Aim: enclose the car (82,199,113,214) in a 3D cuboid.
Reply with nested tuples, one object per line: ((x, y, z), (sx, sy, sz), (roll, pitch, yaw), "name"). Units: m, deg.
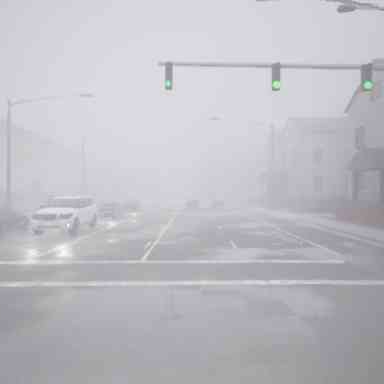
((-10.576, 1.574, 37.628), (2.033, 1.411, 5.357), (0, 0, 0), "car")

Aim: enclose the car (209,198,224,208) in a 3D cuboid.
((3.627, 1.550, 48.835), (1.812, 1.442, 4.674), (0, 0, 0), "car")

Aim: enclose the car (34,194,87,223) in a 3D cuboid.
((-10.585, 1.241, 27.383), (2.150, 2.045, 5.566), (0, 0, 0), "car")

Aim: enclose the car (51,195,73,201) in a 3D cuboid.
((-28.953, 1.355, 74.171), (1.853, 1.218, 4.536), (0, 0, 29), "car")

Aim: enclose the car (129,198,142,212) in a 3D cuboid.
((-7.067, 1.503, 39.094), (1.882, 1.535, 5.008), (0, 0, 0), "car")

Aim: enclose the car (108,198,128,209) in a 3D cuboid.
((-10.518, 1.558, 47.710), (1.812, 1.442, 4.674), (0, 0, 1), "car")

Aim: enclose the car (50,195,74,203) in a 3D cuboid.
((-28.928, 1.512, 74.216), (2.038, 1.542, 4.974), (0, 0, 29), "car")

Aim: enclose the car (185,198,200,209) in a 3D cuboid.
((0.053, 1.518, 45.852), (2.128, 1.511, 4.902), (0, 0, 1), "car")

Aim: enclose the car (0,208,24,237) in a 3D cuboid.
((-10.590, 1.578, 18.124), (1.994, 1.385, 4.181), (0, 0, 0), "car")

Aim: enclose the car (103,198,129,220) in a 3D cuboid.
((-7.084, 1.523, 28.706), (1.837, 1.490, 4.892), (0, 0, 0), "car")

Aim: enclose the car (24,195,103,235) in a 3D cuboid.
((-7.091, 1.234, 19.154), (2.150, 2.045, 5.566), (0, 0, 0), "car")
